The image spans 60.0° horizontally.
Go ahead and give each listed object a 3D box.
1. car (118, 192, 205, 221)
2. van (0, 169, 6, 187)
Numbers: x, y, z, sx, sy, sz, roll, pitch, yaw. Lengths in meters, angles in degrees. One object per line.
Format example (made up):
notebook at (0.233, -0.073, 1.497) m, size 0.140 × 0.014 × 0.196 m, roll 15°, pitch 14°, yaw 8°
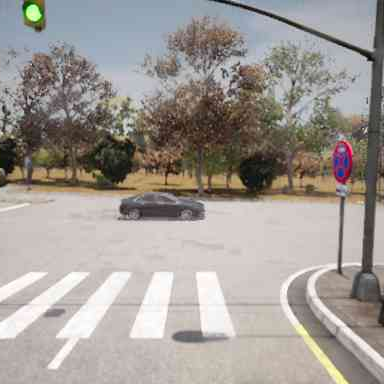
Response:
car at (-1.703, 0.768, 18.952) m, size 4.892 × 1.490 × 1.837 m, roll 0°, pitch 5°, yaw 4°
van at (-20.454, -1.399, 33.831) m, size 1.878 × 1.987 × 4.442 m, roll 1°, pitch 5°, yaw -14°
